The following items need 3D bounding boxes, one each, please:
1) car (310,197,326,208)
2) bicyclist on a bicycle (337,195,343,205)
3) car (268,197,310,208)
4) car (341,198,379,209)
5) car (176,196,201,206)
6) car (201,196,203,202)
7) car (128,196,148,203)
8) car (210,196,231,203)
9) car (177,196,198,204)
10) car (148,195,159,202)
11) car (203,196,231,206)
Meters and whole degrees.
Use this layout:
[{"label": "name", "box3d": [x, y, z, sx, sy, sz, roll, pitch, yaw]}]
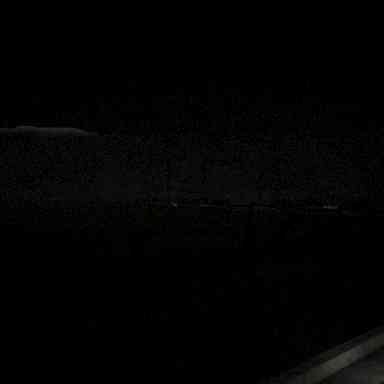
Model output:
[{"label": "car", "box3d": [16.713, 1.505, 47.753, 1.837, 1.490, 4.892, 0, 0, -34]}, {"label": "bicyclist on a bicycle", "box3d": [23.074, 1.302, 51.786, 1.656, 1.620, 0.582, 0, 0, -35]}, {"label": "car", "box3d": [13.278, 1.547, 46.647, 2.033, 1.411, 5.357, 0, 0, -35]}, {"label": "car", "box3d": [22.702, 1.491, 45.114, 2.128, 1.511, 4.902, 0, 0, -33]}, {"label": "car", "box3d": [-0.940, 1.564, 54.770, 1.994, 1.385, 4.181, 0, 0, -35]}, {"label": "car", "box3d": [2.220, 1.507, 68.423, 1.837, 1.490, 4.892, 0, 1, -35]}, {"label": "car", "box3d": [-11.765, 1.478, 70.192, 1.882, 1.535, 5.008, 0, 0, -35]}, {"label": "car", "box3d": [5.886, 1.601, 69.267, 1.895, 1.301, 4.718, 0, 0, -35]}, {"label": "car", "box3d": [-0.939, 1.507, 66.839, 1.837, 1.490, 4.892, 0, 1, -35]}, {"label": "car", "box3d": [-8.913, 1.500, 72.104, 1.837, 1.490, 4.892, 0, 0, -35]}, {"label": "car", "box3d": [4.264, 1.526, 53.455, 1.812, 1.442, 4.674, 0, 0, -35]}]
